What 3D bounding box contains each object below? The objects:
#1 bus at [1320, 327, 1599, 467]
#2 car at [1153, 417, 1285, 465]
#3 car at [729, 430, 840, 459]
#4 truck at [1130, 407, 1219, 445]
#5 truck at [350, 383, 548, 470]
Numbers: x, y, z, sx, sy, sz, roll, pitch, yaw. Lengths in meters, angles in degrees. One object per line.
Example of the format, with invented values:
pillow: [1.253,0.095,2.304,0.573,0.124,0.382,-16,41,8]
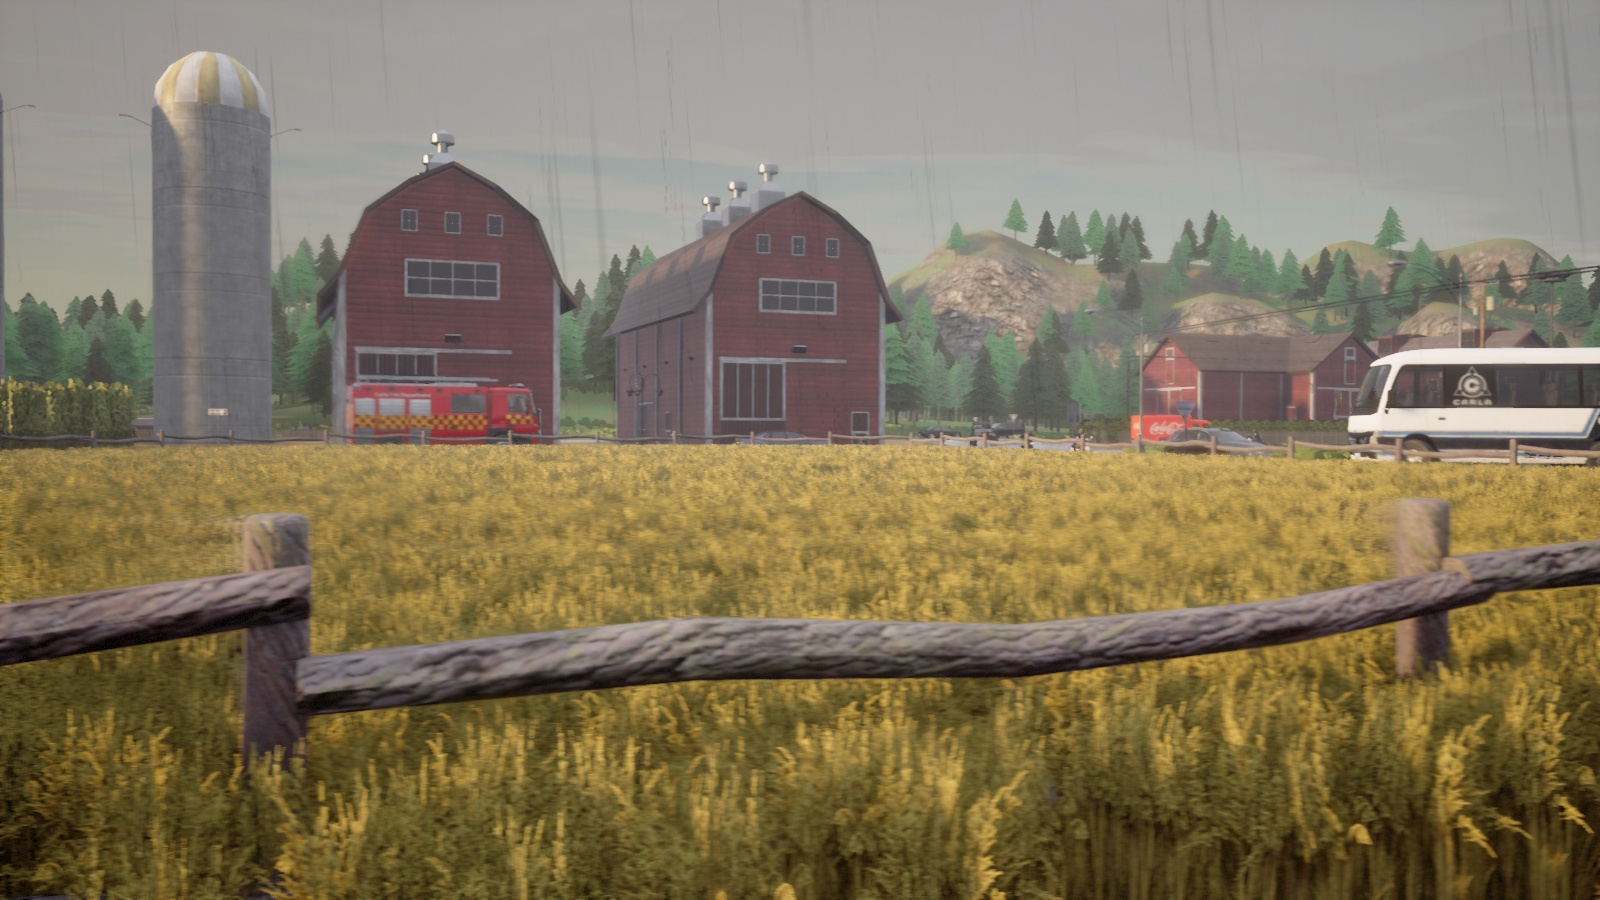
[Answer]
bus: [22.971,-1.686,41.171,10.273,4.253,3.944,-1,1,10]
car: [15.510,-0.356,46.746,2.033,1.649,4.856,-1,1,-21]
car: [-0.815,-0.307,65.280,5.357,1.411,2.033,-1,1,-19]
truck: [25.303,-1.656,85.002,5.204,2.467,2.627,-1,1,-4]
truck: [-16.358,-1.131,58.616,8.468,3.827,2.891,-1,1,-25]
